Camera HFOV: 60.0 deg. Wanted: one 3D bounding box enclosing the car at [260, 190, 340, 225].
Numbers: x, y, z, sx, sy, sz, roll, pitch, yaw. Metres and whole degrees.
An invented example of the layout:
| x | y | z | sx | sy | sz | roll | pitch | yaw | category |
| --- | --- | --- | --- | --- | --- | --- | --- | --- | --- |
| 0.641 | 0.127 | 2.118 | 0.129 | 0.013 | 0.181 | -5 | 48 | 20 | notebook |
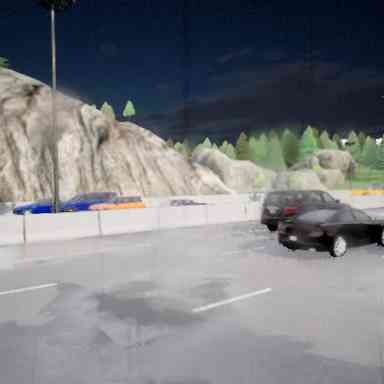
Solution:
| x | y | z | sx | sy | sz | roll | pitch | yaw | category |
| --- | --- | --- | --- | --- | --- | --- | --- | --- | --- |
| 5.827 | 0.911 | 16.618 | 5.566 | 2.045 | 2.150 | -2 | 1 | -36 | car |

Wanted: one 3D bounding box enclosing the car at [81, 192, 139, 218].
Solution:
| x | y | z | sx | sy | sz | roll | pitch | yaw | category |
| --- | --- | --- | --- | --- | --- | --- | --- | --- | --- |
| -5.745 | 1.144 | 25.761 | 4.553 | 1.767 | 2.097 | -2 | 1 | -36 | car |

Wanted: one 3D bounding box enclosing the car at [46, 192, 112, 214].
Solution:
| x | y | z | sx | sy | sz | roll | pitch | yaw | category |
| --- | --- | --- | --- | --- | --- | --- | --- | --- | --- |
| -8.784 | 1.044 | 27.888 | 5.566 | 2.045 | 2.150 | -2 | 1 | -36 | car |

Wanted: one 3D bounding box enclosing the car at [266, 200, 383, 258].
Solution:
| x | y | z | sx | sy | sz | roll | pitch | yaw | category |
| --- | --- | --- | --- | --- | --- | --- | --- | --- | --- |
| 5.165 | 1.239 | 11.819 | 5.008 | 1.535 | 1.882 | -2 | 1 | -36 | car |

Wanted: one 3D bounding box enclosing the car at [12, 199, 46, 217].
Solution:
| x | y | z | sx | sy | sz | roll | pitch | yaw | category |
| --- | --- | --- | --- | --- | --- | --- | --- | --- | --- |
| -12.944 | 1.362 | 29.199 | 5.008 | 1.535 | 1.882 | -2 | 1 | -36 | car |

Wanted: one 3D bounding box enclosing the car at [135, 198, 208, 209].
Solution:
| x | y | z | sx | sy | sz | roll | pitch | yaw | category |
| --- | --- | --- | --- | --- | --- | --- | --- | --- | --- |
| -1.128 | 1.266 | 24.776 | 5.357 | 1.411 | 2.033 | -2 | 1 | -36 | car |
